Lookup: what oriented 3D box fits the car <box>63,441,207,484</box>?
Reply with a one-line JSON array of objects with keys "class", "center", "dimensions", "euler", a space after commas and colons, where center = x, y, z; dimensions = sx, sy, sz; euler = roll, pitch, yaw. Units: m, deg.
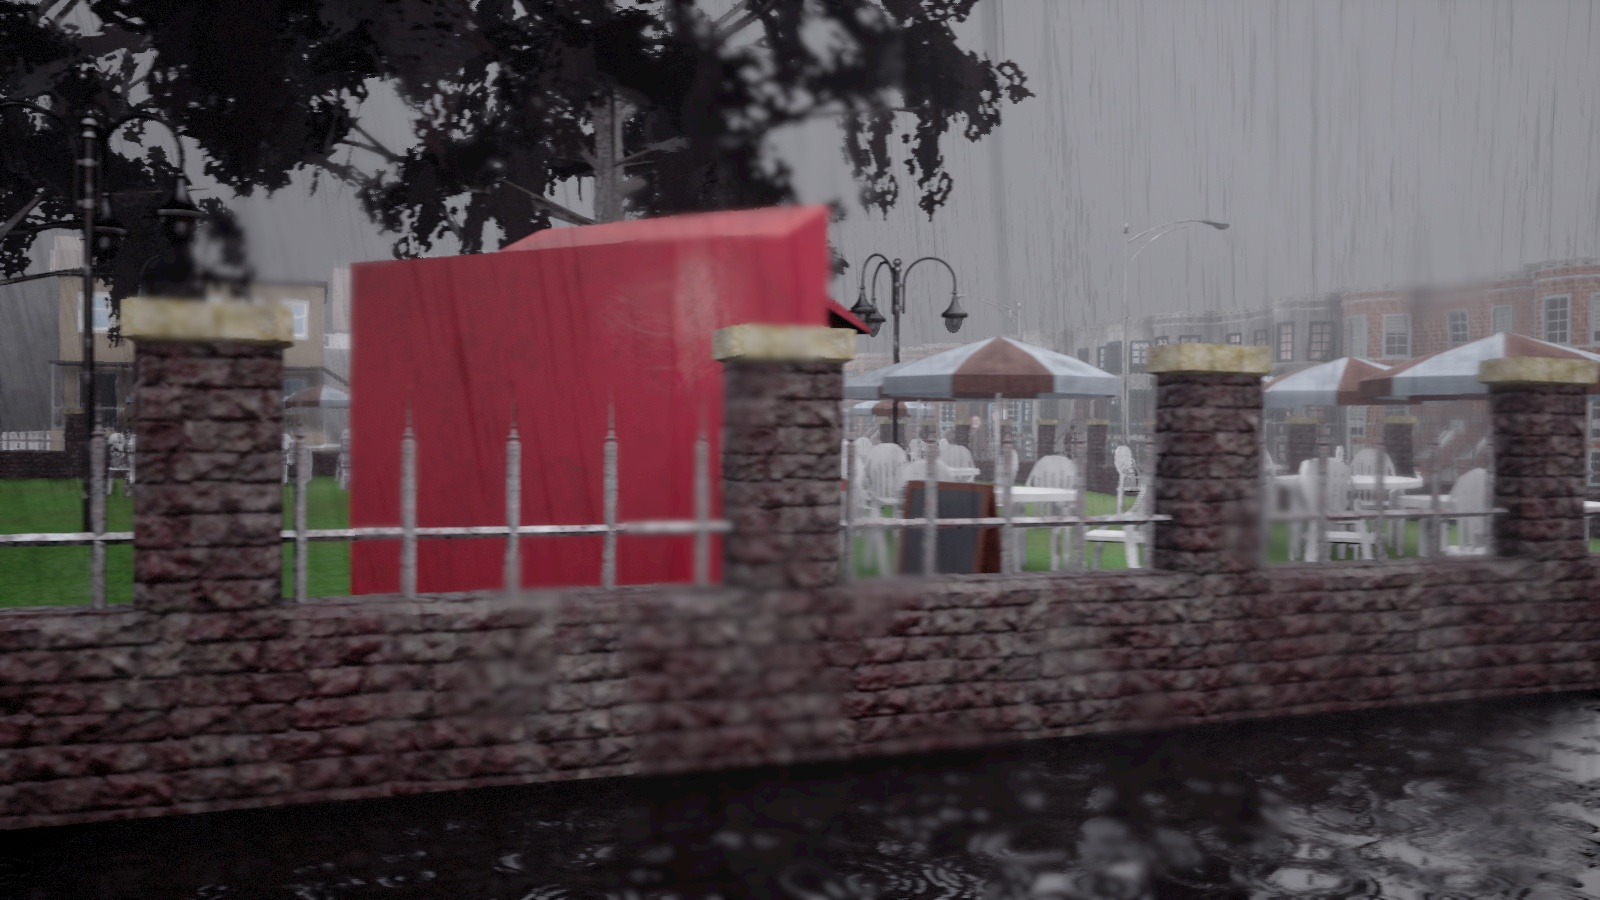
[{"class": "car", "center": [-22.929, 0.402, 43.483], "dimensions": [4.181, 1.385, 1.994], "euler": [-1, 1, -21]}]

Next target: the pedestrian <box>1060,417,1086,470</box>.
[{"class": "pedestrian", "center": [9.282, -0.220, 42.716], "dimensions": [0.869, 1.805, 0.328], "euler": [-1, 1, -34]}]
